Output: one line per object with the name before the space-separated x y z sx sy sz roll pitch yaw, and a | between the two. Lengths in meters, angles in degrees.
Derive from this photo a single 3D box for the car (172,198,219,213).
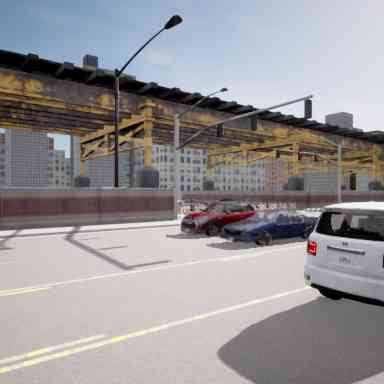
car | 0.431 1.453 36.585 4.974 1.542 2.038 0 0 8

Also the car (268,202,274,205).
car | 8.050 1.295 43.004 4.536 1.218 1.853 0 0 -7

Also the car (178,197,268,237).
car | 1.610 1.352 18.006 4.553 1.767 2.097 0 0 -35

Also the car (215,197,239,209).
car | 4.198 1.295 39.310 1.853 1.218 4.536 0 0 18

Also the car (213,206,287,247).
car | 3.783 1.547 15.255 5.357 1.411 2.033 0 0 -35

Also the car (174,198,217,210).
car | 0.379 1.295 36.592 4.536 1.218 1.853 0 0 8

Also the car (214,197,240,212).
car | 4.182 1.453 39.260 2.038 1.542 4.974 0 0 18

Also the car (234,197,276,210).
car | 8.102 1.453 43.011 4.974 1.542 2.038 0 0 -7

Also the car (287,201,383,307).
car | 4.782 1.221 7.168 5.566 2.045 2.150 0 0 -35
